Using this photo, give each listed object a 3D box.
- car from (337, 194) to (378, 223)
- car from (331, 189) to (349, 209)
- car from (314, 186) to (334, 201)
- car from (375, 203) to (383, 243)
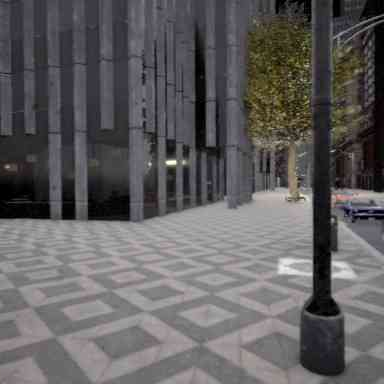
[{"bbox_3d":[10.119,1.038,19.724,1.895,1.301,4.718,0,1,16],"label":"car"},{"bbox_3d":[12.946,0.539,29.292,2.097,1.767,4.553,0,1,17],"label":"car"},{"bbox_3d":[17.283,0.162,43.708,2.097,1.767,4.553,0,2,16],"label":"car"},{"bbox_3d":[7.346,1.247,10.270,1.994,1.385,4.181,0,1,17],"label":"car"}]
